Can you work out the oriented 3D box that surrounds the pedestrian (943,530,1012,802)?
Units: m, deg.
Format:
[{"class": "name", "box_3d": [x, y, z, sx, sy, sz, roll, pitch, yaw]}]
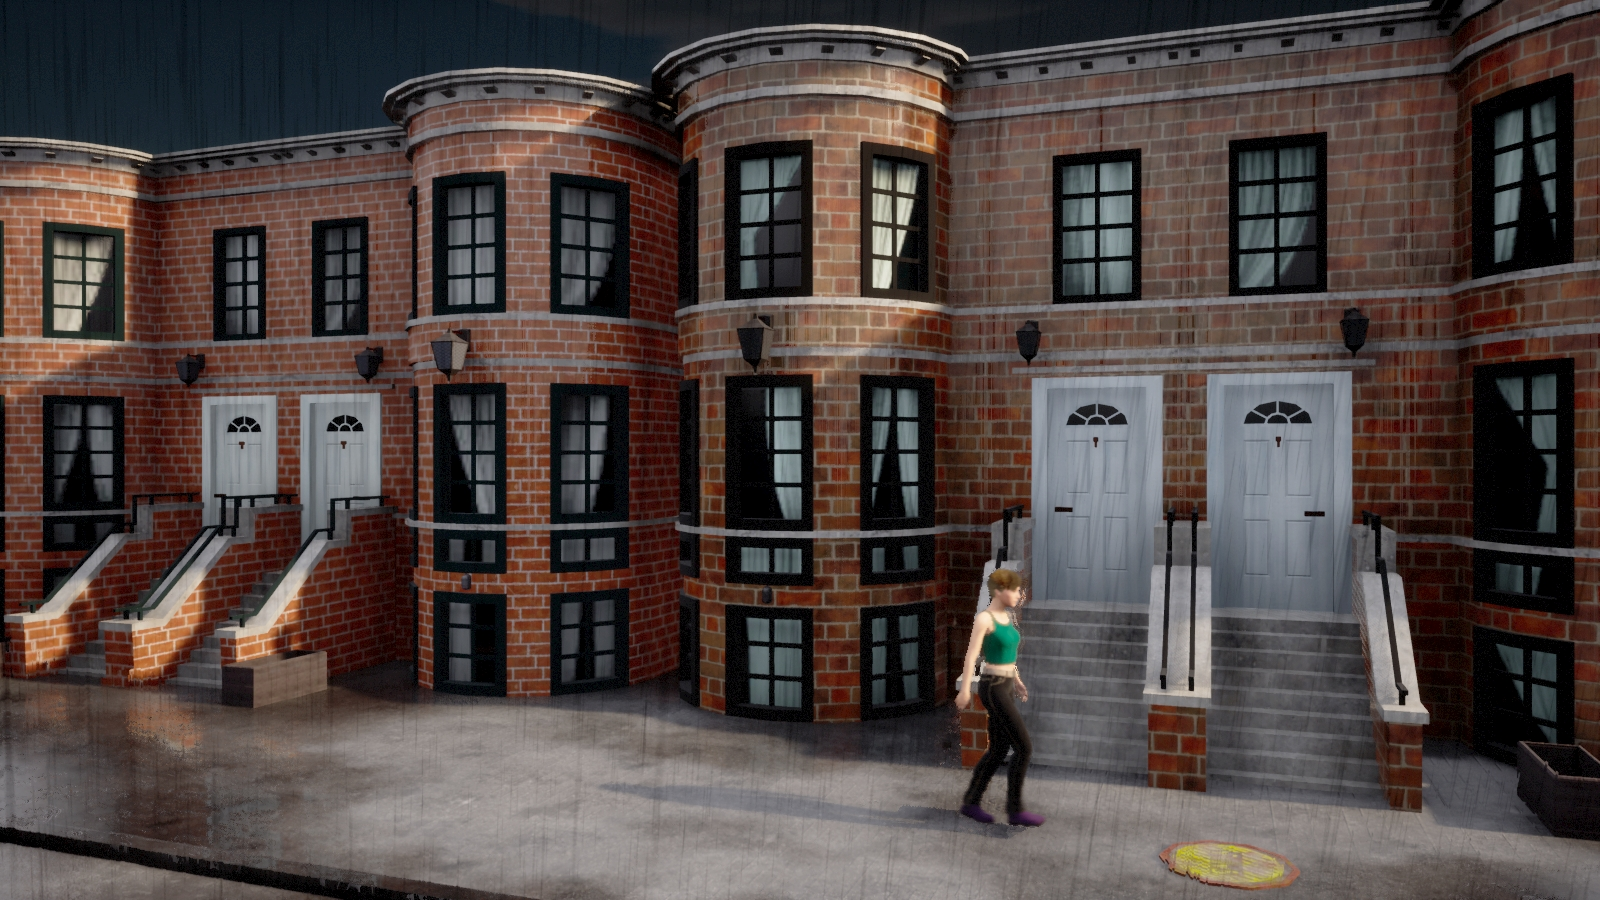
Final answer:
[{"class": "pedestrian", "box_3d": [1.283, 1.524, 8.229, 0.375, 1.860, 0.375, 0, 0, 31]}]
